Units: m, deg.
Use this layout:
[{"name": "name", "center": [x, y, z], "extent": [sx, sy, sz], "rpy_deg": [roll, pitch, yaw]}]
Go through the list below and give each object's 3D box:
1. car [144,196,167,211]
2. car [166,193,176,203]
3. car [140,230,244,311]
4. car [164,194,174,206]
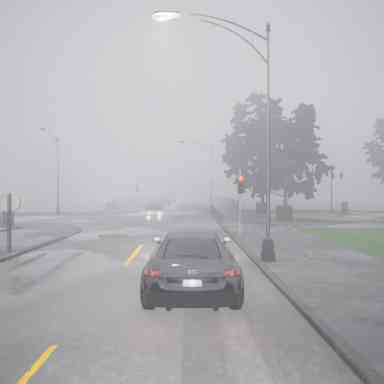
[{"name": "car", "center": [-4.407, 1.563, 39.521], "extent": [1.994, 1.385, 4.181], "rpy_deg": [0, 0, 0]}, {"name": "car", "center": [-4.549, 1.225, 69.329], "extent": [2.150, 2.045, 5.566], "rpy_deg": [0, 0, 0]}, {"name": "car", "center": [0.002, 1.564, 7.826], "extent": [1.994, 1.385, 4.181], "rpy_deg": [0, 0, 0]}, {"name": "car", "center": [-4.525, 1.477, 55.573], "extent": [1.882, 1.535, 5.008], "rpy_deg": [0, 0, 0]}]
